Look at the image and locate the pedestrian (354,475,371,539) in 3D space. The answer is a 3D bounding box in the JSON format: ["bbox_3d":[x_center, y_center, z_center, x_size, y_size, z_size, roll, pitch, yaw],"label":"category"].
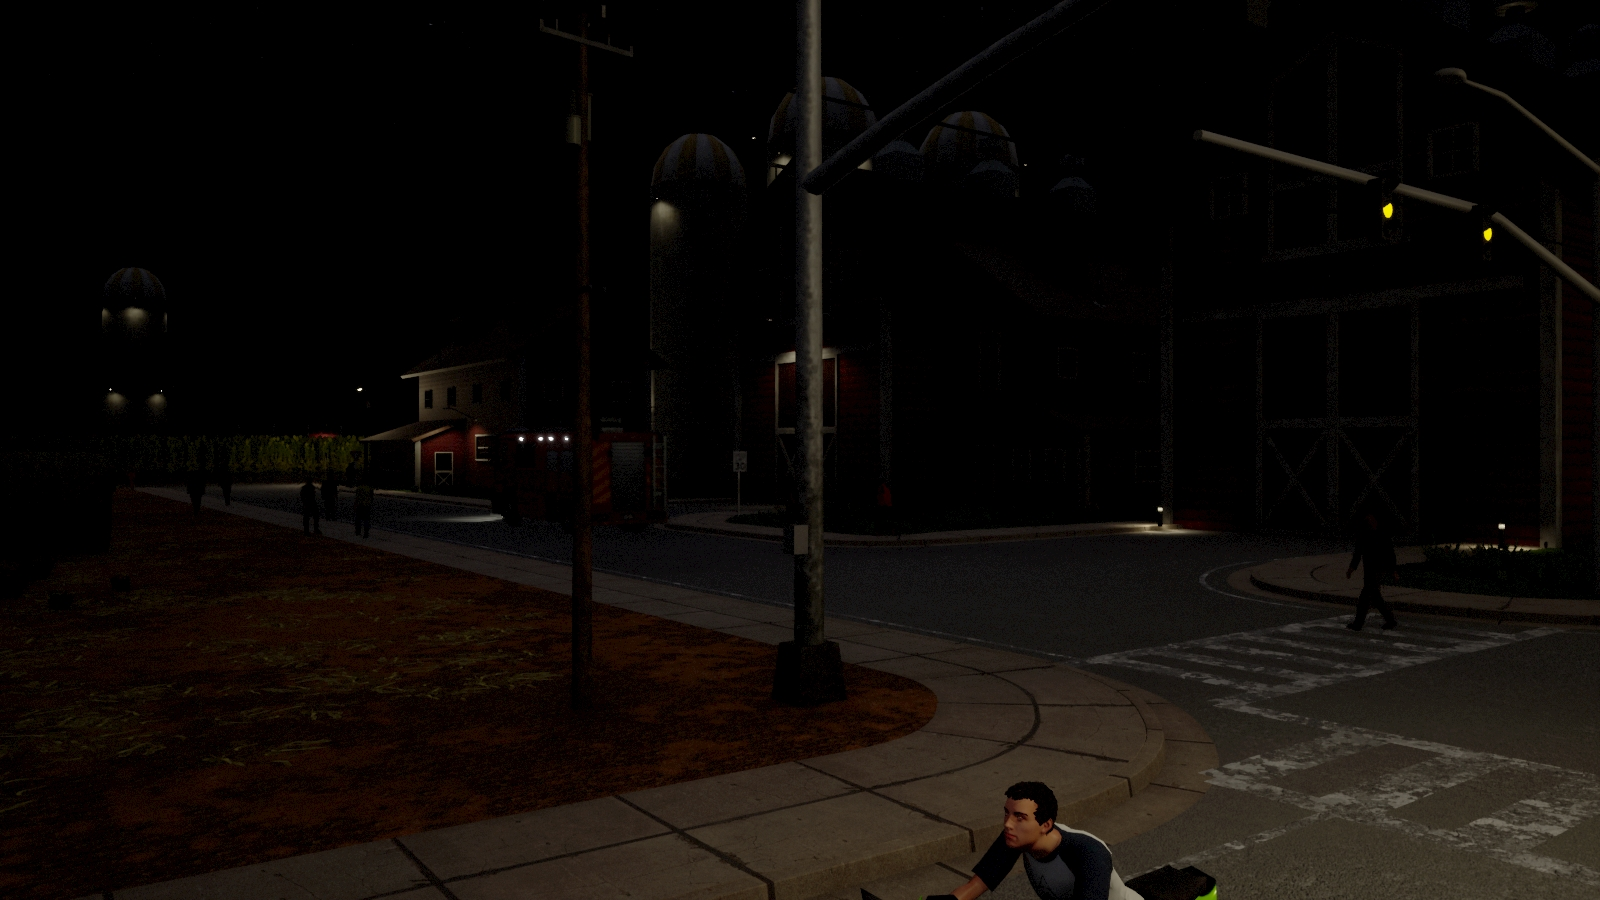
[{"bbox_3d":[-12.902,1.665,33.709,0.375,1.860,0.375,0,0,-38],"label":"pedestrian"}]

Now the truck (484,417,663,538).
[{"bbox_3d":[-8.201,0.846,40.374,2.891,3.827,8.468,0,0,-36],"label":"truck"}]

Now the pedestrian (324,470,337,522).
[{"bbox_3d":[-17.027,1.664,41.449,0.375,1.860,0.375,0,0,-33],"label":"pedestrian"}]

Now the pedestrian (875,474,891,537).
[{"bbox_3d":[2.474,1.647,34.105,0.375,1.860,0.375,0,0,23],"label":"pedestrian"}]

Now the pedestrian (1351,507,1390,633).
[{"bbox_3d":[8.665,1.812,17.350,0.375,1.860,0.375,0,0,-19],"label":"pedestrian"}]

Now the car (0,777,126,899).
[{"bbox_3d":[-3.468,1.906,1.394,4.553,1.767,2.097,0,0,-35],"label":"car"}]

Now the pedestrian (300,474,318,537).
[{"bbox_3d":[-14.746,1.666,34.290,0.375,1.860,0.375,0,0,40],"label":"pedestrian"}]
